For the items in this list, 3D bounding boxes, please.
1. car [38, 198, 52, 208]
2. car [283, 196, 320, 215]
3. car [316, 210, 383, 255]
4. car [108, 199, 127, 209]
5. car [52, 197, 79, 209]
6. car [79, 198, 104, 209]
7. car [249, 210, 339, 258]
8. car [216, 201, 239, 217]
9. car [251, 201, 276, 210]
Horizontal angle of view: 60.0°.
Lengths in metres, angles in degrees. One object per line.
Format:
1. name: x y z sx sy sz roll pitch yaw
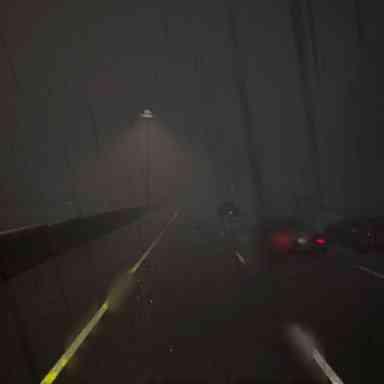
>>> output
1. car: -21.070 1.634 49.517 1.812 1.442 4.674 0 0 0
2. car: 10.595 1.394 32.559 2.150 2.045 5.566 0 0 0
3. car: 7.098 1.687 13.930 1.994 1.385 4.181 0 0 0
4. car: -10.591 1.686 47.391 1.994 1.385 4.181 0 0 0
5. car: -17.587 1.474 47.465 2.097 1.767 4.553 0 0 0
6. car: -14.088 1.625 47.764 1.837 1.490 4.892 0 0 0
7. car: 3.599 1.667 13.322 2.033 1.411 5.357 0 0 0
8. car: 3.595 1.677 33.507 1.837 1.490 4.892 0 0 0
9. car: 7.096 1.664 33.381 2.128 1.511 4.902 0 0 0
